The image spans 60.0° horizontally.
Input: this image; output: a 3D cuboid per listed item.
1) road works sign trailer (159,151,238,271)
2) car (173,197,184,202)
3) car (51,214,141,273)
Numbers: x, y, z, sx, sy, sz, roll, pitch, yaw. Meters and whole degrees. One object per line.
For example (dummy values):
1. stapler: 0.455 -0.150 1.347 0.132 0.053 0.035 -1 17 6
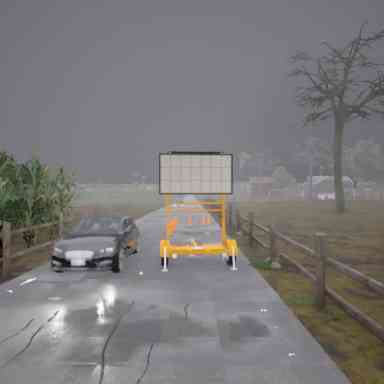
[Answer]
1. road works sign trailer: 0.115 0.476 10.977 2.380 3.560 2.880 0 0 -5
2. car: -2.727 1.786 68.483 1.837 1.490 4.892 0 0 0
3. car: -2.848 1.503 10.775 2.128 1.511 4.902 0 0 0
